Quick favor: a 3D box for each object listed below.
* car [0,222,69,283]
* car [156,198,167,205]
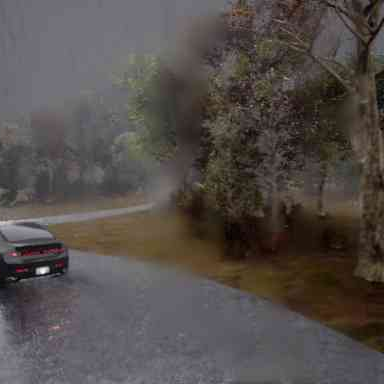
[{"bbox_3d":[-5.319,1.611,9.498,4.892,1.490,1.837,0,-1,42],"label":"car"},{"bbox_3d":[-5.557,1.784,63.412,1.994,1.385,4.181,-2,1,8],"label":"car"}]
